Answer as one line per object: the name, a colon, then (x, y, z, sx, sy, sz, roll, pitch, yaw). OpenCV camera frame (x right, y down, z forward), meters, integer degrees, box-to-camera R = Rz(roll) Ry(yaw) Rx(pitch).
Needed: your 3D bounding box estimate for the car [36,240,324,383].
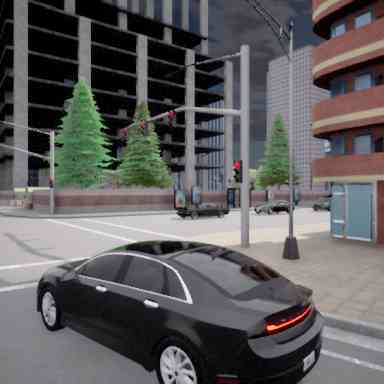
car: (-0.602, 1.503, 5.064, 4.892, 1.490, 1.837, 0, 0, 41)

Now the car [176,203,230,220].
car: (0.973, 1.647, 29.125, 4.718, 1.301, 1.895, 0, 0, -36)

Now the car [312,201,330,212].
car: (16.663, 1.400, 40.295, 4.553, 1.767, 2.097, 0, 0, -35)

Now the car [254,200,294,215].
car: (8.566, 1.539, 34.543, 4.902, 1.511, 2.128, 0, 0, -35)
